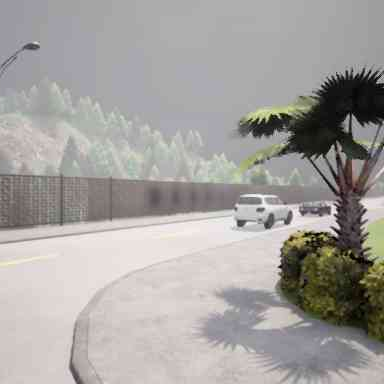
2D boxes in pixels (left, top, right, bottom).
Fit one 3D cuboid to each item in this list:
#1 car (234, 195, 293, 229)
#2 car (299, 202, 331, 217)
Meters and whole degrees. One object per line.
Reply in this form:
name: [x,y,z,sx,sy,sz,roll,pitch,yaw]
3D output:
car: [4.774,1.211,21.802,2.150,2.045,5.566,0,0,36]
car: [11.779,1.595,31.592,1.895,1.301,4.718,0,0,35]
